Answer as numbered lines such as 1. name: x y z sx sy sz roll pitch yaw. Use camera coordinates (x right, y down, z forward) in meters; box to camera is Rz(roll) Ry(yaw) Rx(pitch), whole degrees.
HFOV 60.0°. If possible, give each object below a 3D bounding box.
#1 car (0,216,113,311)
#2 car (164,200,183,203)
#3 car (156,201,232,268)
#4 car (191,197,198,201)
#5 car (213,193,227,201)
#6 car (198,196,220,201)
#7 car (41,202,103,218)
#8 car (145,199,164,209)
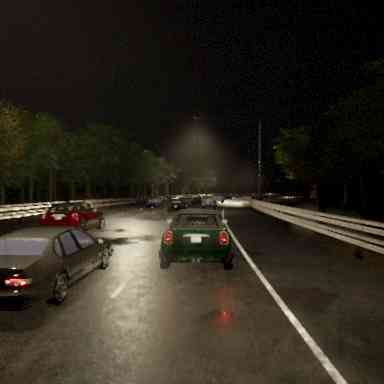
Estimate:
1. car: -3.461 1.546 8.034 2.033 1.411 5.357 0 0 2
2. car: -1.632 1.581 39.120 1.994 1.385 4.181 0 0 5
3. car: 0.173 1.360 11.432 2.097 1.767 4.553 0 0 2
4. car: 1.072 1.596 62.576 1.994 1.385 4.181 0 0 8
5. car: 5.619 1.242 69.764 2.150 2.045 5.566 0 0 10
6. car: 2.304 1.574 44.479 2.033 1.411 5.357 0 0 6
7. car: -6.490 1.340 18.512 2.097 1.767 4.553 0 0 3
8. car: -4.787 1.615 44.270 1.895 1.301 4.718 0 0 6
